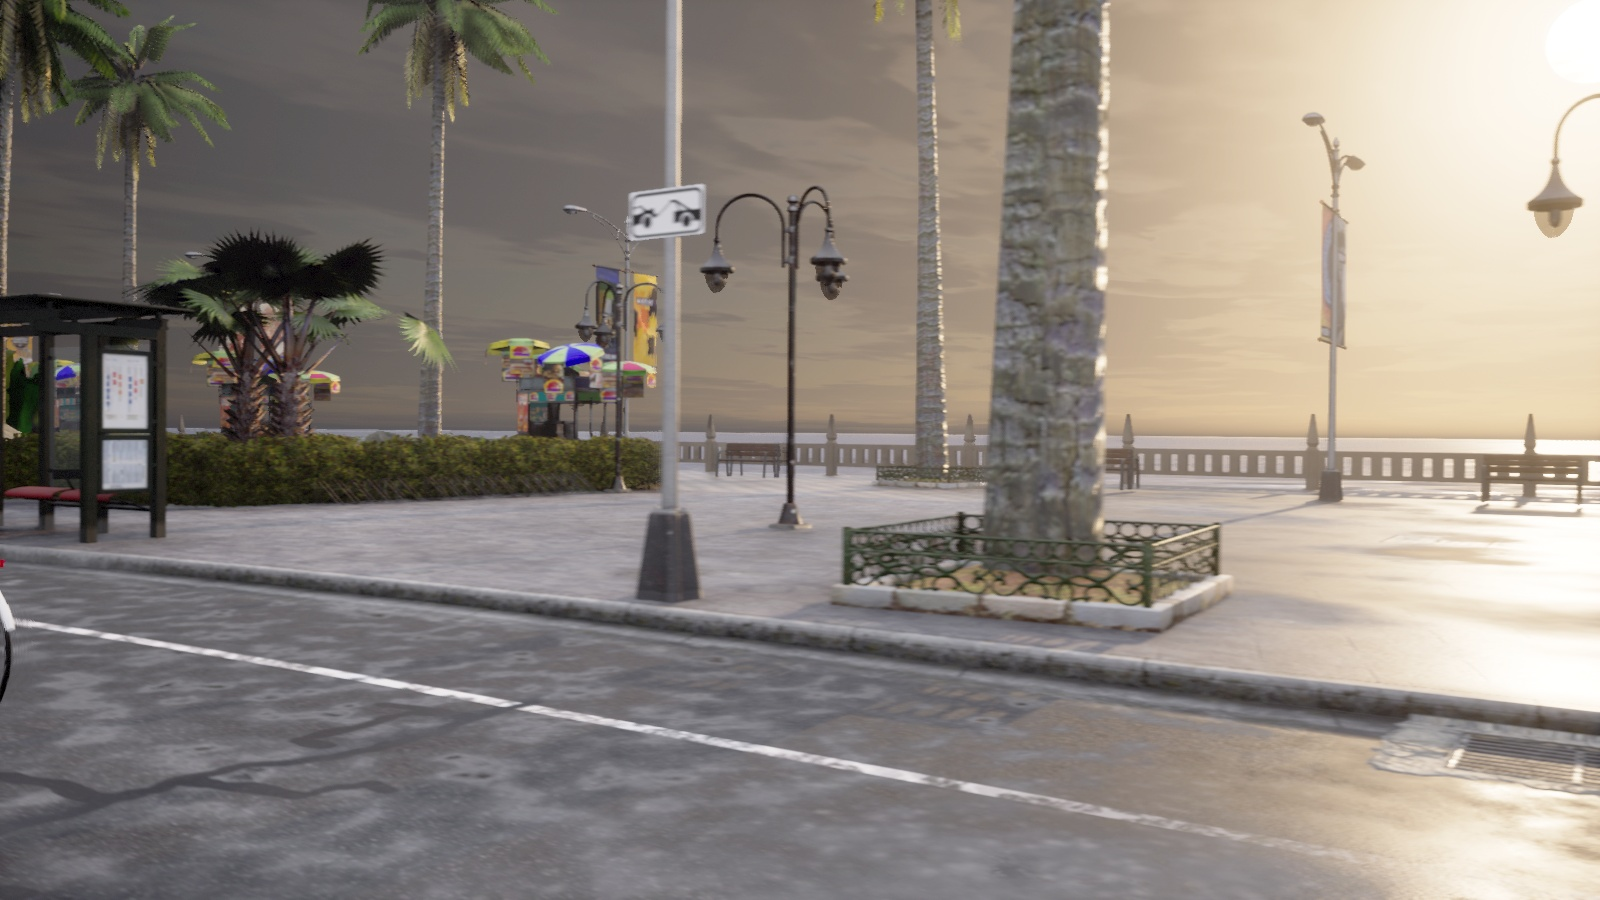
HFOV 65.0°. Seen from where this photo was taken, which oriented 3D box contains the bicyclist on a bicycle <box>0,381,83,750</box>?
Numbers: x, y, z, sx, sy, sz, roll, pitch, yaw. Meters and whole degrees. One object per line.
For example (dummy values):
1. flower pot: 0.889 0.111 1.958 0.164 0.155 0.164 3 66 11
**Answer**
1. bicyclist on a bicycle: -4.605 0.554 6.572 1.843 1.776 0.659 0 1 32
